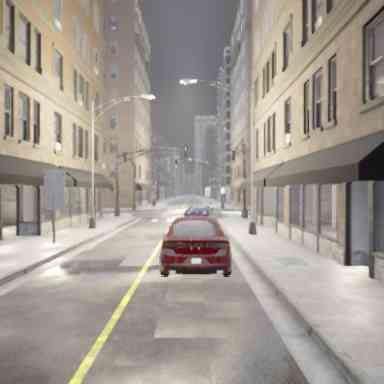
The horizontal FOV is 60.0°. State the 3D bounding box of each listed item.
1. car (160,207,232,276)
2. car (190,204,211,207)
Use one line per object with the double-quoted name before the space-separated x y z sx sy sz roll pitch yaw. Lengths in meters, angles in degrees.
"car" 0.101 1.477 10.391 1.882 1.535 5.008 0 0 0
"car" 0.784 1.612 27.566 1.895 1.301 4.718 0 0 10
